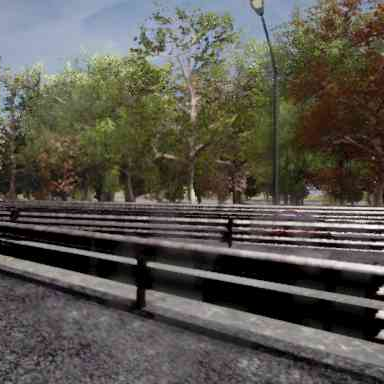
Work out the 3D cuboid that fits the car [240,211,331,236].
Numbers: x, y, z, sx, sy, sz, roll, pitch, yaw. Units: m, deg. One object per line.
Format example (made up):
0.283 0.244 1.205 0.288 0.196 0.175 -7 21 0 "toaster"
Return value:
4.437 1.592 15.987 4.181 1.385 1.994 0 0 21 "car"
